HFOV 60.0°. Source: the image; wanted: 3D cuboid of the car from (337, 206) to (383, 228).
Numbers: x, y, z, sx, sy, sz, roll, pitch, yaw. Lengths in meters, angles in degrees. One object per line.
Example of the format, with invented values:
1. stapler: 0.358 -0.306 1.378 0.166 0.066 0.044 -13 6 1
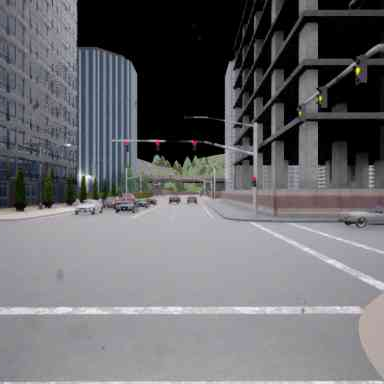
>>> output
1. car: 11.888 1.545 21.239 4.718 1.301 1.895 0 0 0

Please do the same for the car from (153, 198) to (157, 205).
1. car: -7.062 1.601 56.709 1.895 1.301 4.718 0 0 0

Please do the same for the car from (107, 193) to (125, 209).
1. car: -10.583 1.352 43.376 2.097 1.767 4.553 0 0 0

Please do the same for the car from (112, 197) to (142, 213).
1. car: -7.086 1.564 36.760 1.994 1.385 4.181 0 0 0

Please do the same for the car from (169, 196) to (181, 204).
1. car: -3.476 1.505 64.570 1.837 1.490 4.892 0 0 0

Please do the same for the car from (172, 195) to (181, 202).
1. car: -3.473 1.508 73.644 1.812 1.442 4.674 0 0 0

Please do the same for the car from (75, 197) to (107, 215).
1. car: -10.586 1.526 34.443 1.812 1.442 4.674 0 0 0

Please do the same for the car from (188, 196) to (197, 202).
1. car: 0.027 1.579 73.673 1.895 1.301 4.718 0 0 0

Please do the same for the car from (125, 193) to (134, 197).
1. car: -10.576 1.221 53.792 2.150 2.045 5.566 0 0 0

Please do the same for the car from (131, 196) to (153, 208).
1. car: -7.082 1.564 46.669 1.994 1.385 4.181 0 0 0

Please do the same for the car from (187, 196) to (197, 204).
1. car: 0.024 1.492 64.567 2.128 1.511 4.902 0 0 0
